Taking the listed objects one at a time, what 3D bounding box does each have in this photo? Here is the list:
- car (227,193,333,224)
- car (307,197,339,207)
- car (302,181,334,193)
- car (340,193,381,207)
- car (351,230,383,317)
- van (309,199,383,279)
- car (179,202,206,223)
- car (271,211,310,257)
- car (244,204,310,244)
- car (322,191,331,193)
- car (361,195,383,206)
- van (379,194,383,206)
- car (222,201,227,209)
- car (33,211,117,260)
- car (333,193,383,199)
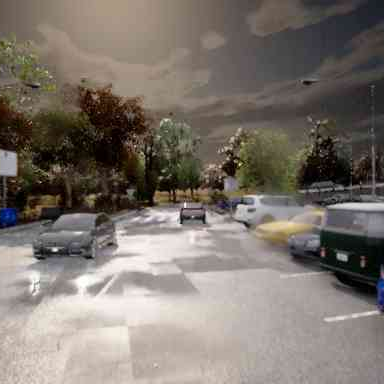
[{"bbox_3d":[5.380,1.237,20.374,5.566,2.045,2.435,1,0,-20],"label":"car"},{"bbox_3d":[20.928,1.538,53.435,2.163,1.488,4.792,0,-1,-21],"label":"car"},{"bbox_3d":[22.901,-0.813,60.490,5.566,2.045,2.150,-4,0,-1],"label":"car"},{"bbox_3d":[27.011,1.260,53.557,2.435,2.045,5.566,1,-1,-22],"label":"car"},{"bbox_3d":[5.365,1.486,5.337,5.008,1.535,2.097,1,0,-20],"label":"car"},{"bbox_3d":[5.485,1.262,8.382,4.442,1.987,1.878,1,0,-20],"label":"van"},{"bbox_3d":[0.036,1.496,25.165,2.128,1.511,4.902,0,0,-1],"label":"car"},{"bbox_3d":[5.377,1.527,11.340,4.674,1.452,2.002,1,0,-20],"label":"car"},{"bbox_3d":[5.193,1.482,14.281,5.366,1.575,1.946,1,0,-20],"label":"car"},{"bbox_3d":[23.951,1.259,53.518,2.435,2.045,5.566,0,-1,-21],"label":"car"},{"bbox_3d":[30.007,1.388,53.687,2.185,1.767,4.553,1,-1,-22],"label":"car"},{"bbox_3d":[32.987,1.290,53.840,1.878,1.987,4.442,0,-1,-22],"label":"van"},{"bbox_3d":[6.074,1.488,41.005,5.008,1.535,1.882,0,-1,-26],"label":"car"},{"bbox_3d":[-4.144,1.506,12.498,1.837,1.490,4.892,0,0,0],"label":"car"},{"bbox_3d":[18.337,1.249,36.373,2.435,2.045,5.566,0,1,-21],"label":"car"}]
